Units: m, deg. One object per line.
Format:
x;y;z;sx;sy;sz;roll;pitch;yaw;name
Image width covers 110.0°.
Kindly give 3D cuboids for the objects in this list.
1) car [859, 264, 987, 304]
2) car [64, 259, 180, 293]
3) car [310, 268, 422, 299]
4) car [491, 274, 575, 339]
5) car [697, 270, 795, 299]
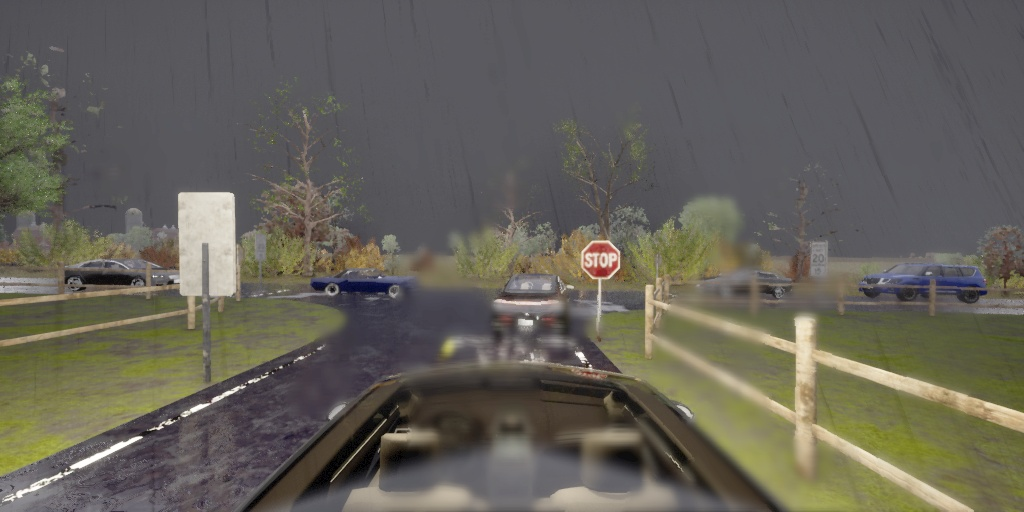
22.904;1.466;20.082;5.566;2.045;2.150;1;1;0;car
-18.486;0.885;17.194;4.902;1.511;2.128;1;1;0;car
-6.818;1.248;17.174;4.718;1.301;1.895;1;1;0;car
0.708;1.240;10.141;2.128;1.511;4.902;0;0;9;car
13.008;1.525;20.096;4.902;1.511;2.128;1;1;0;car
